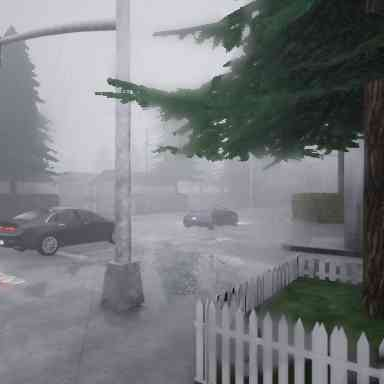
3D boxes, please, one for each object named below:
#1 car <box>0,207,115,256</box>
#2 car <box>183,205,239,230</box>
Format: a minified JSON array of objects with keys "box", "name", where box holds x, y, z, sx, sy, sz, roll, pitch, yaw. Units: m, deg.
[{"box":[-4.508,1.313,12.325,1.837,1.490,4.892,0,0,35],"name":"car"},{"box":[1.263,1.468,20.668,1.994,1.385,4.181,1,1,35],"name":"car"}]
